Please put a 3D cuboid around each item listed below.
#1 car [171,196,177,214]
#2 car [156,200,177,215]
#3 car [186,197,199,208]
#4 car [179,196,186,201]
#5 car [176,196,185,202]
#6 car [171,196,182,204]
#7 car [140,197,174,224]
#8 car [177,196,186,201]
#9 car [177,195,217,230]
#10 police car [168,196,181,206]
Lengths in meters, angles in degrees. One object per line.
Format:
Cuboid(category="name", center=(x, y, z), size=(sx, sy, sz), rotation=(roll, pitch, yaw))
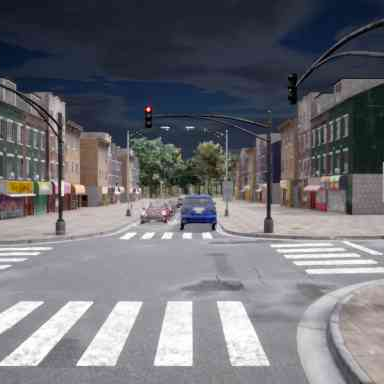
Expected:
Cuboid(category="car", center=(-2.648, 1.448, 29.992), size=(1.967, 1.590, 4.097), rotation=(-1, 0, 0))
Cuboid(category="car", center=(-2.647, 1.578, 35.427), size=(1.947, 1.339, 4.313), rotation=(-1, 0, 0))
Cuboid(category="car", center=(0.098, 1.535, 50.391), size=(1.837, 1.490, 4.892), rotation=(0, 0, 0))
Cuboid(category="car", center=(-2.648, 1.677, 89.775), size=(1.802, 1.307, 4.206), rotation=(-1, 0, 0))
Cuboid(category="car", center=(-2.648, 1.625, 78.905), size=(2.008, 1.369, 4.403), rotation=(-1, 0, 0))
Cuboid(category="car", center=(-3.022, 1.554, 64.176), size=(1.837, 1.490, 4.892), rotation=(0, 0, 0))
Cuboid(category="car", center=(-2.648, 1.444, 24.558), size=(1.967, 1.590, 4.097), rotation=(-1, 0, 0))
Cuboid(category="car", center=(-2.648, 1.650, 84.340), size=(1.947, 1.339, 4.313), rotation=(-1, 0, 0))
Cuboid(category="car", center=(0.345, 1.224, 21.507), size=(2.150, 2.045, 5.566), rotation=(0, 0, -1))
Cuboid(category="police car", center=(-3.010, 1.464, 57.286), size=(1.930, 1.638, 5.238), rotation=(0, 0, 0))
